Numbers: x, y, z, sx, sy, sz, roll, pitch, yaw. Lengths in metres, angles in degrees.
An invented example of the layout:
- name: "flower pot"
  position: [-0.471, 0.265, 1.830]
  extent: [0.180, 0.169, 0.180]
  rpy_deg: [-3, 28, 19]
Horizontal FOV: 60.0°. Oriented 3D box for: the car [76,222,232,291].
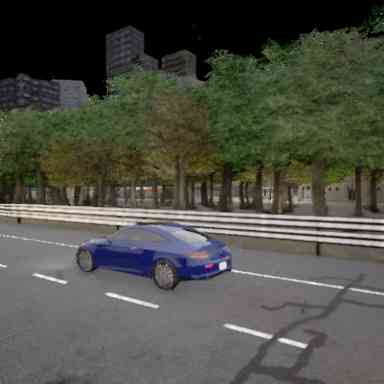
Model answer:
- name: "car"
  position: [-1.161, 1.537, 8.996]
  extent: [4.674, 1.442, 1.812]
  rpy_deg: [0, 0, 36]
